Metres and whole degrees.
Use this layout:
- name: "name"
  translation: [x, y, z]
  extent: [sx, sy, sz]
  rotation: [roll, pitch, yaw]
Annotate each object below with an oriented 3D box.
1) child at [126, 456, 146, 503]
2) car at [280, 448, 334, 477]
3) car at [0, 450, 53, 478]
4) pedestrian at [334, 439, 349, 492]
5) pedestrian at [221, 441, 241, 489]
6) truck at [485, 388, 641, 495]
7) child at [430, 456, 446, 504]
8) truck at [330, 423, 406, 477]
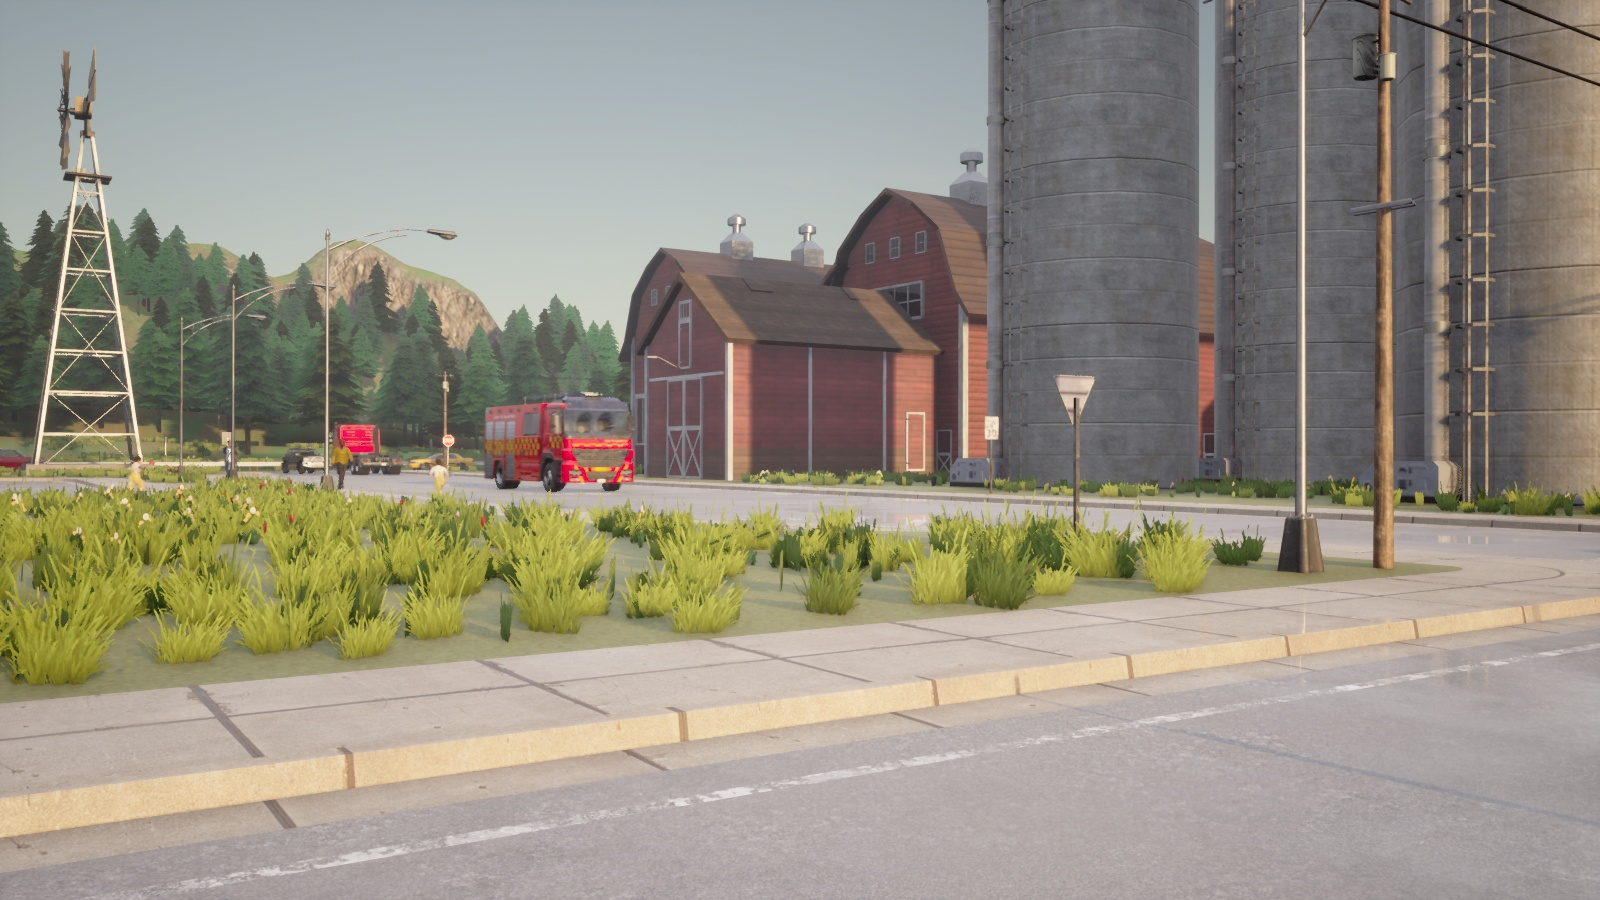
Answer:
- name: "child"
  translation: [-18.193, 0.803, 34.394]
  extent: [0.270, 1.263, 0.437]
  rotation: [0, 0, 10]
- name: "car"
  translation: [-32.994, 0.837, 83.997]
  extent: [1.932, 1.855, 4.605]
  rotation: [0, 0, -41]
- name: "car"
  translation: [-51.633, 0.914, 82.220]
  extent: [4.553, 1.767, 2.097]
  rotation: [0, 0, -33]
- name: "pedestrian"
  translation: [-16.006, 0.541, 43.851]
  extent: [0.370, 1.835, 0.726]
  rotation: [0, 0, -30]
- name: "pedestrian"
  translation: [-21.941, 0.564, 48.390]
  extent: [0.706, 1.836, 0.354]
  rotation: [0, 0, 30]
- name: "truck"
  translation: [-9.459, -0.279, 49.274]
  extent: [2.891, 3.827, 8.468]
  rotation: [0, 0, -34]
- name: "child"
  translation: [-9.627, 0.782, 33.388]
  extent: [0.270, 1.263, 0.437]
  rotation: [0, 0, -37]
- name: "truck"
  translation: [-29.192, 0.032, 84.678]
  extent: [2.891, 3.462, 7.936]
  rotation: [0, 0, -34]
